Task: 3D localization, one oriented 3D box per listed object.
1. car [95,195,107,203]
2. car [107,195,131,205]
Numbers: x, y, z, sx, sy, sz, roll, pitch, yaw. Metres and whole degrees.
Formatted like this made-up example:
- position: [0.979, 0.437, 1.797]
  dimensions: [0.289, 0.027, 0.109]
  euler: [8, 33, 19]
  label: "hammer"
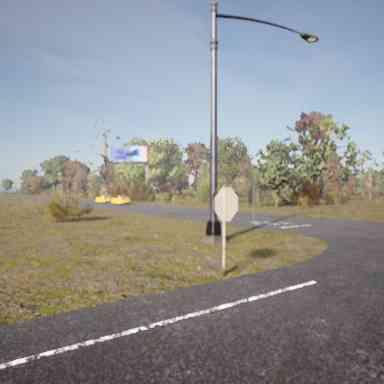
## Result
- position: [-16.222, 1.279, 61.073]
  dimensions: [1.882, 1.535, 5.008]
  euler: [0, 0, -34]
  label: "car"
- position: [-11.640, 1.295, 54.335]
  dimensions: [1.882, 1.535, 5.008]
  euler: [0, 0, -33]
  label: "car"
